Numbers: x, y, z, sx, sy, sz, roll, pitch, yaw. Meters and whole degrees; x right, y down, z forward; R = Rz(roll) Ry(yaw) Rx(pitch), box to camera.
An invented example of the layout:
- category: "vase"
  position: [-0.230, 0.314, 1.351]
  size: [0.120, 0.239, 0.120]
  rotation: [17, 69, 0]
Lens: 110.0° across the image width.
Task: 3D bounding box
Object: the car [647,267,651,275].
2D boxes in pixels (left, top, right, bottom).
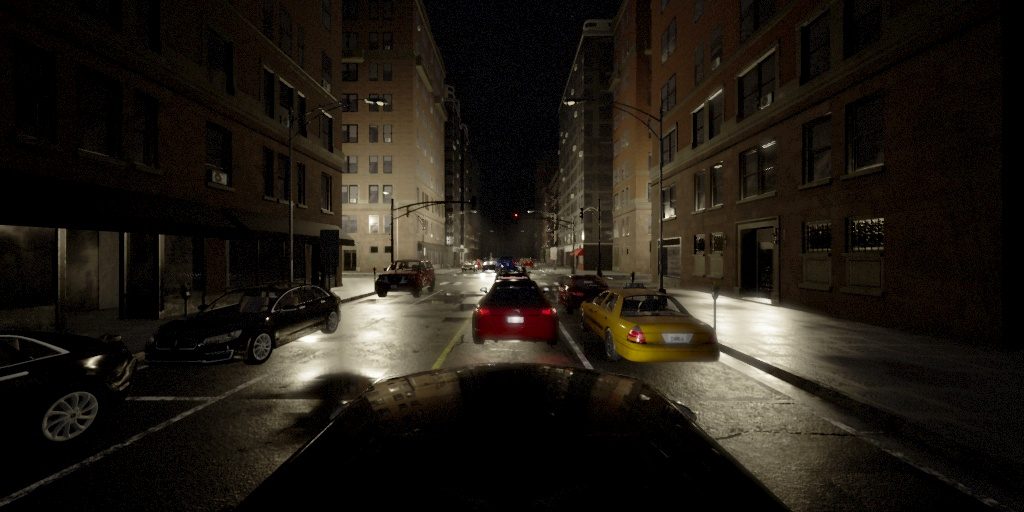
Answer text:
- category: "car"
  position: [14.991, 1.170, 33.268]
  size: [4.553, 1.767, 2.097]
  rotation: [0, 0, 0]

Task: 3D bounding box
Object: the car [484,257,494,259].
- category: "car"
  position: [-2.732, 1.231, 54.895]
  size: [2.128, 1.511, 4.902]
  rotation: [0, 0, 0]

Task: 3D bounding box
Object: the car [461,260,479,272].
- category: "car"
  position: [-5.299, 1.293, 45.182]
  size: [2.007, 1.370, 4.403]
  rotation: [0, 0, 0]

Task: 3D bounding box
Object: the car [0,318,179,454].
- category: "car"
  position: [-5.388, 1.300, 2.481]
  size: [2.007, 1.370, 4.403]
  rotation: [0, 0, 0]

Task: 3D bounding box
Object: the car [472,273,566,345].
- category: "car"
  position: [0.082, 1.313, 9.550]
  size: [1.994, 1.385, 4.181]
  rotation: [0, 0, 0]

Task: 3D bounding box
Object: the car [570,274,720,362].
- category: "car"
  position: [2.648, 1.275, 8.038]
  size: [1.751, 1.417, 4.829]
  rotation: [0, 0, 0]

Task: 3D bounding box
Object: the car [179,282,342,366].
- category: "car"
  position: [-5.377, 1.300, 7.894]
  size: [2.007, 1.370, 4.403]
  rotation: [0, 0, 0]

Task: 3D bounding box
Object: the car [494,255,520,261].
- category: "car"
  position: [-0.514, 0.963, 41.849]
  size: [2.150, 2.045, 5.566]
  rotation: [-1, 0, 2]

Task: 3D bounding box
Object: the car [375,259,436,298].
- category: "car"
  position: [-5.354, 1.062, 18.719]
  size: [2.192, 1.841, 5.009]
  rotation: [0, 0, 0]

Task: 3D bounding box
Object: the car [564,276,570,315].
- category: "car"
  position: [2.659, 1.330, 13.281]
  size: [1.802, 1.307, 4.207]
  rotation: [0, 0, 0]

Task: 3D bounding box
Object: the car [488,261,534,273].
- category: "car"
  position: [0.035, 1.239, 19.420]
  size: [2.128, 1.511, 4.902]
  rotation: [0, 0, 0]

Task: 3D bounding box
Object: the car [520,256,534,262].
- category: "car"
  position: [2.760, 1.176, 61.521]
  size: [1.967, 1.591, 4.097]
  rotation: [0, 0, 0]

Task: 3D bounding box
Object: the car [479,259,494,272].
- category: "car"
  position: [-2.760, 1.344, 45.326]
  size: [1.895, 1.301, 4.718]
  rotation: [0, 0, 0]
